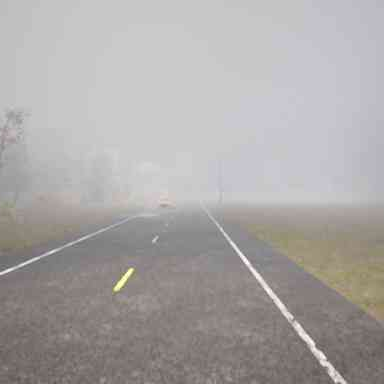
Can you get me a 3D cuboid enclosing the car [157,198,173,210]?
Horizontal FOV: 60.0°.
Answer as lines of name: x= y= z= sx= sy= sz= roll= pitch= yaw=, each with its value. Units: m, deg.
car: x=-3.554 y=1.482 z=44.245 sx=1.882 sy=1.535 sz=5.008 roll=0 pitch=0 yaw=0
